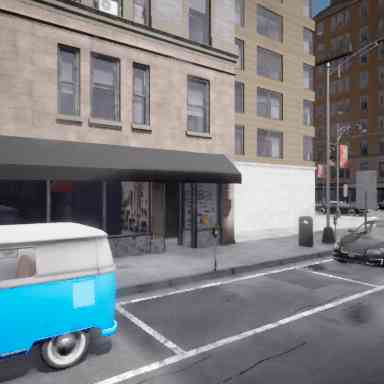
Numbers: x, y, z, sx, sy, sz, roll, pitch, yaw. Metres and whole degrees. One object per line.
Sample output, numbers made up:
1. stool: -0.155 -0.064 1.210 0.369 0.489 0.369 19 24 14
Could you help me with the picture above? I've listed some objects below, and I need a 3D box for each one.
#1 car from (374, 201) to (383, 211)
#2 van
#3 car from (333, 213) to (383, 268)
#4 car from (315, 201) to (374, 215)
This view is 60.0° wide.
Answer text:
1. car: 22.102 1.417 36.461 2.128 1.511 4.902 0 0 -36
2. van: -2.941 1.341 4.092 3.998 1.788 1.690 0 0 -35
3. car: 6.278 1.551 10.666 4.403 1.369 2.008 0 0 -35
4. car: 13.814 1.524 30.933 1.895 1.301 4.718 0 0 -35
